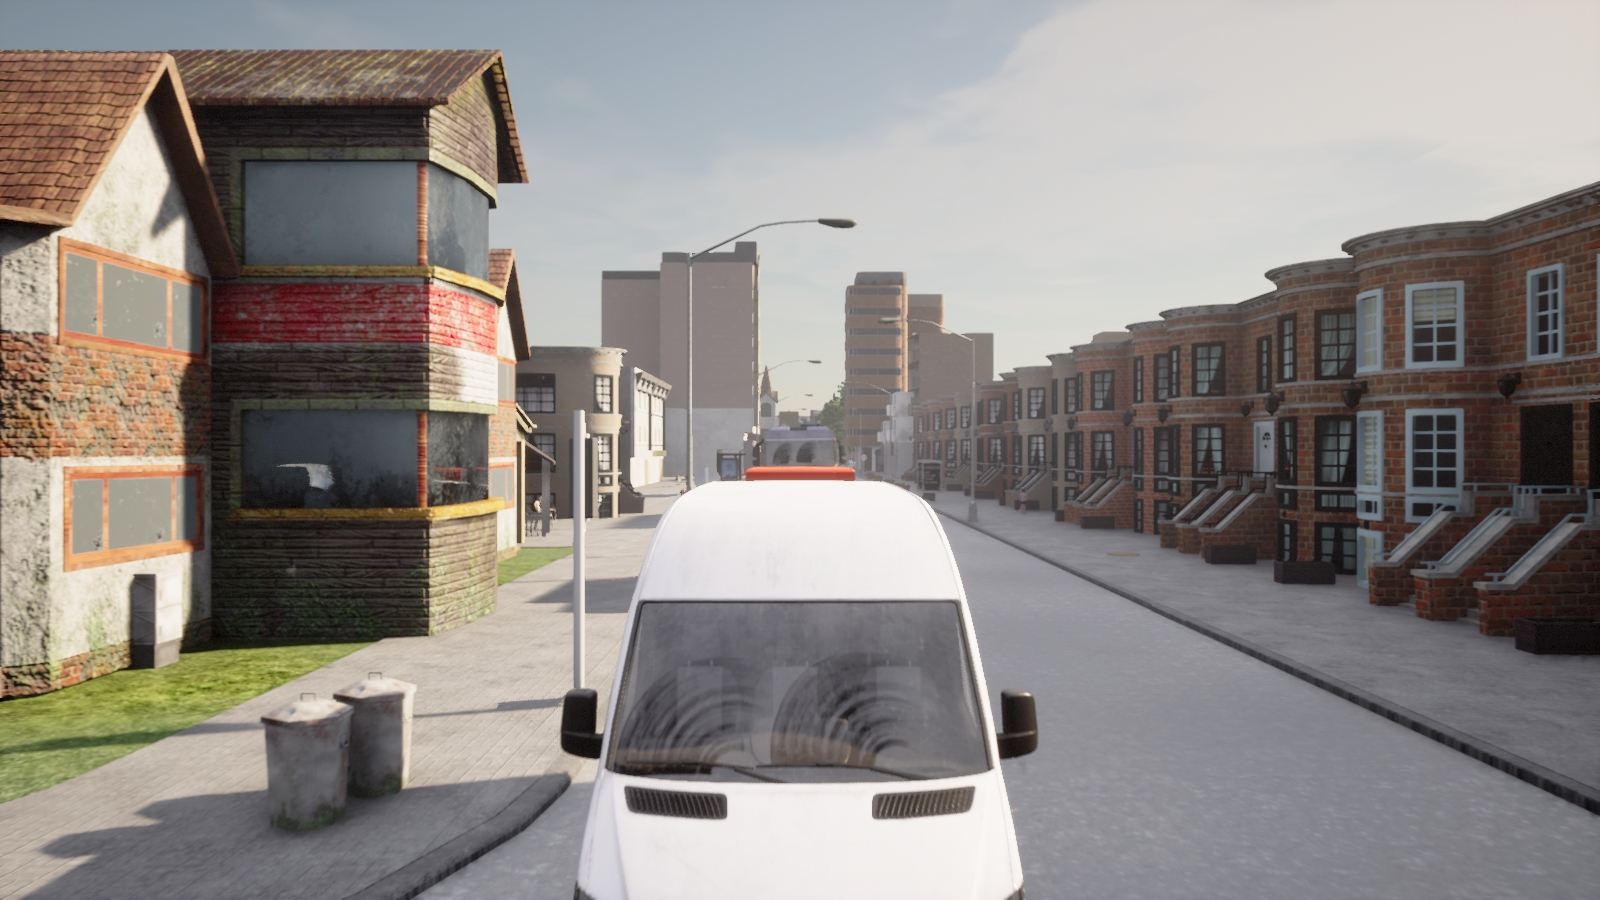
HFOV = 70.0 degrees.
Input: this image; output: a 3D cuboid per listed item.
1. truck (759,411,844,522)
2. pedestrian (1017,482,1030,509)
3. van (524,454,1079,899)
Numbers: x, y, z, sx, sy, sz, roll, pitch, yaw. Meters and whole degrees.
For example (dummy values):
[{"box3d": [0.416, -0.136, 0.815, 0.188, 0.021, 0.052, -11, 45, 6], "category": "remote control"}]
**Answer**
[{"box3d": [0.015, 0.648, 44.200, 2.891, 3.827, 8.468, -1, -1, 0], "category": "truck"}, {"box3d": [9.398, 1.897, 48.043, 0.500, 1.100, 0.500, 0, 0, 5], "category": "pedestrian"}, {"box3d": [0.002, 1.313, 7.055, 1.988, 2.561, 5.915, 0, 0, 0], "category": "van"}]
